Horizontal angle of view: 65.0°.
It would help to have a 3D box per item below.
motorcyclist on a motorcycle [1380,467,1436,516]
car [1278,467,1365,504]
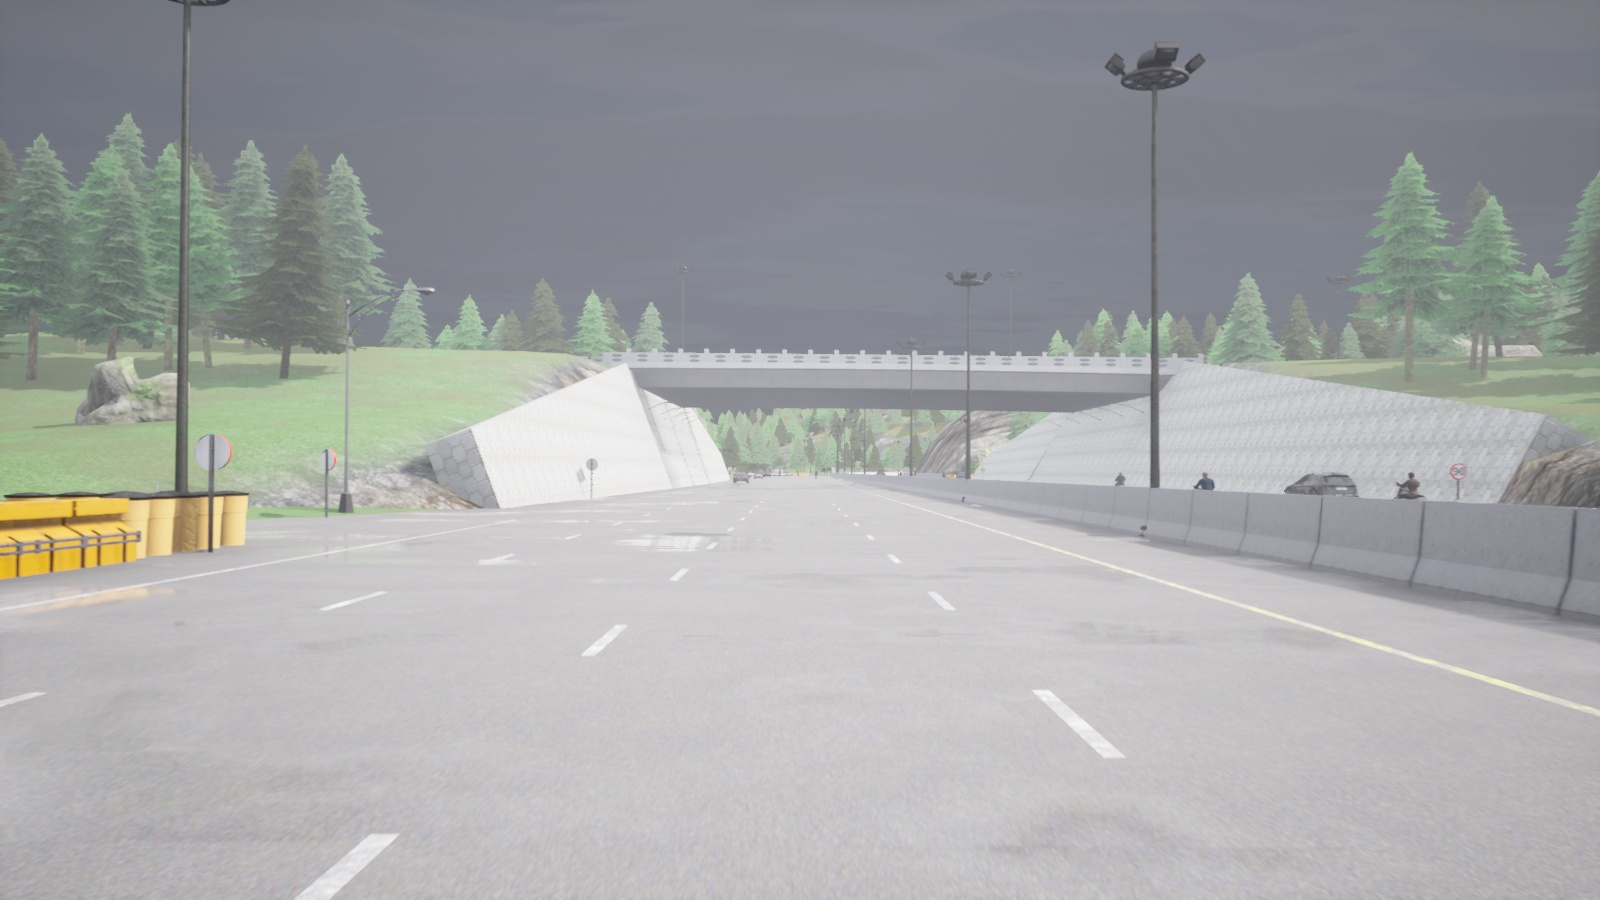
[{"bbox_3d":[20.895,1.404,43.186,0.766,1.649,2.350,0,-1,0],"label":"motorcyclist on a motorcycle"},{"bbox_3d":[24.357,1.634,58.849,2.033,1.649,4.856,0,-1,0],"label":"car"}]
